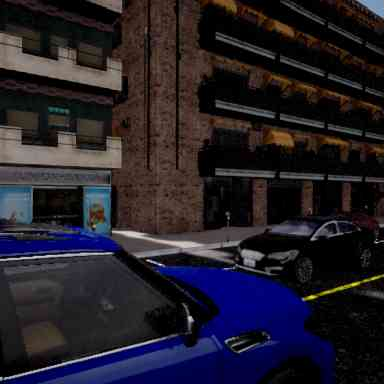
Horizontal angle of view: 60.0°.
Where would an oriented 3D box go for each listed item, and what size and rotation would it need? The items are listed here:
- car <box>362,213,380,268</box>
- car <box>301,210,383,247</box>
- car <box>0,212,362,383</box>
[{"bbox_3d":[3.420,1.492,9.682,4.902,1.511,2.128,0,0,-36],"label":"car"},{"bbox_3d":[7.172,1.583,15.538,4.206,1.307,1.802,0,0,-35],"label":"car"},{"bbox_3d":[-1.335,1.218,2.359,5.566,2.045,2.150,0,0,-36],"label":"car"}]
